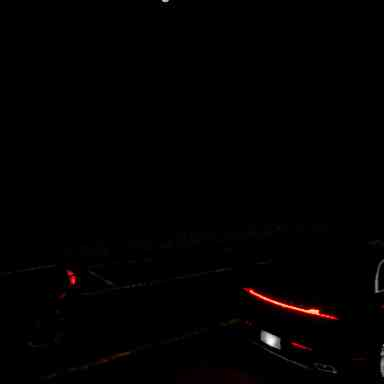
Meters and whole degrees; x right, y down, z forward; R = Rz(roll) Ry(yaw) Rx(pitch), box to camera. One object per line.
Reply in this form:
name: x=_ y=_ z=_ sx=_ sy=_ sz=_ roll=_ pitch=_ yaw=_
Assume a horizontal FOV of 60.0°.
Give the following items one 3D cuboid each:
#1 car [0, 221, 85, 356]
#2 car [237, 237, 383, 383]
car: x=-3.922 y=1.352 z=4.442 sx=4.553 sy=1.767 sz=2.097 roll=0 pitch=0 yaw=-35
car: x=2.906 y=1.504 z=5.377 sx=4.892 sy=1.490 sz=1.837 roll=0 pitch=0 yaw=-35
